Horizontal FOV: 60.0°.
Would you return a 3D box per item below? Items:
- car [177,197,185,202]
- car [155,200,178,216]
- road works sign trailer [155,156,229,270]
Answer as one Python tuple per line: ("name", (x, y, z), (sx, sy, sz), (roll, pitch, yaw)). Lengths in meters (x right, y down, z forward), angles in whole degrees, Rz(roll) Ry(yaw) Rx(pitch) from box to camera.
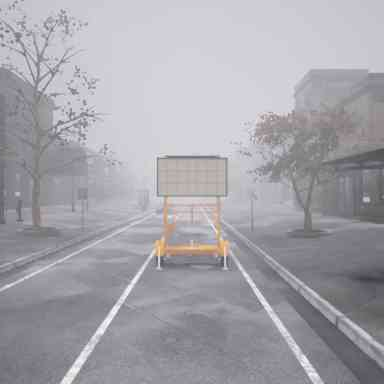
("car", (-2.965, 2.076, 90.566), (1.837, 1.490, 4.892), (0, 0, 0))
("car", (-3.085, 1.924, 38.416), (2.033, 1.411, 5.357), (0, -1, 0))
("road works sign trailer", (0.005, 0.561, 11.408), (2.380, 3.560, 2.880), (0, -1, 0))
